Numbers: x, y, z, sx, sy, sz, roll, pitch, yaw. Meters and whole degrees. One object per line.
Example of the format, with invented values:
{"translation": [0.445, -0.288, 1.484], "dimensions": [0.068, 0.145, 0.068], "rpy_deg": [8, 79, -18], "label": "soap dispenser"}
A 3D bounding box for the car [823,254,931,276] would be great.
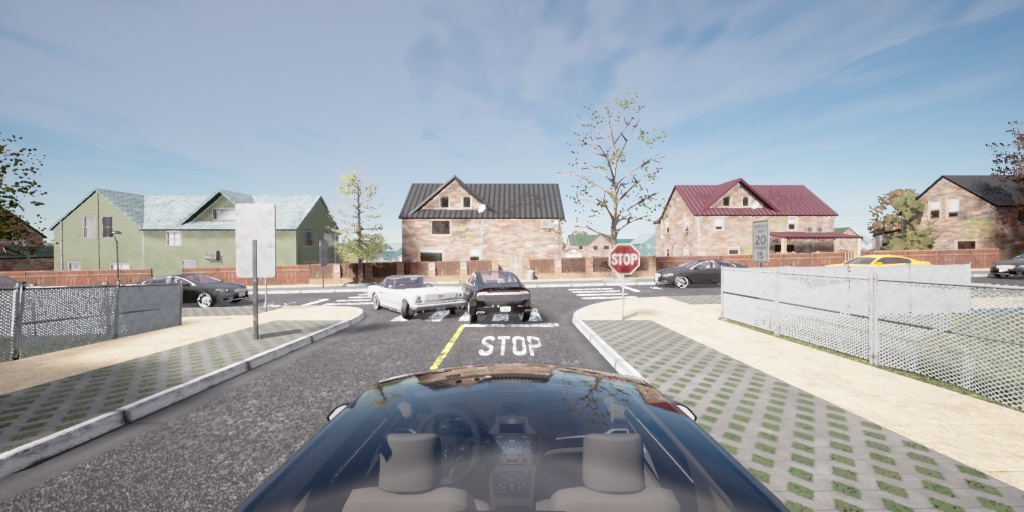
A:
{"translation": [19.761, 0.690, 19.607], "dimensions": [5.008, 1.535, 1.882], "rpy_deg": [-1, 1, -1], "label": "car"}

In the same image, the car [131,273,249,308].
{"translation": [-14.902, 1.566, 16.518], "dimensions": [4.902, 1.511, 2.128], "rpy_deg": [-1, 1, 0], "label": "car"}

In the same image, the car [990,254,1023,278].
{"translation": [29.386, 0.477, 19.643], "dimensions": [4.902, 1.511, 2.128], "rpy_deg": [-1, 1, 0], "label": "car"}

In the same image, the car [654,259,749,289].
{"translation": [10.331, 0.925, 19.570], "dimensions": [4.902, 1.511, 2.128], "rpy_deg": [-1, 1, 0], "label": "car"}

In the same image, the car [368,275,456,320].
{"translation": [-3.602, 1.368, 13.022], "dimensions": [1.895, 1.301, 4.718], "rpy_deg": [0, 0, -38], "label": "car"}

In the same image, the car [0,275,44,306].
{"translation": [-24.239, 1.648, 16.477], "dimensions": [4.553, 1.767, 2.097], "rpy_deg": [-1, 1, 0], "label": "car"}

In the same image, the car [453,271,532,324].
{"translation": [-0.685, 1.242, 12.162], "dimensions": [2.128, 1.511, 4.902], "rpy_deg": [0, 0, -12], "label": "car"}
